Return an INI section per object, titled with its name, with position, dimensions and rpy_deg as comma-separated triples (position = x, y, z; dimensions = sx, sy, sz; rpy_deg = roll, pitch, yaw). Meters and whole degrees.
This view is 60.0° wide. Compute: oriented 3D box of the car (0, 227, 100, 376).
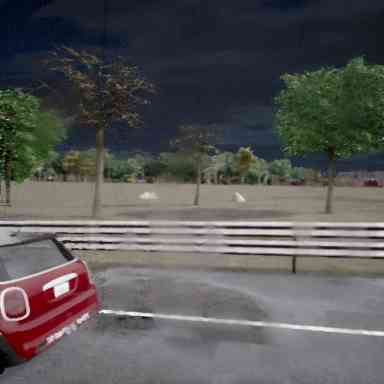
[car]
position = -3.865, 1.410, 5.161
dimensions = 4.553, 1.767, 2.097
rpy_deg = -1, 0, 14
